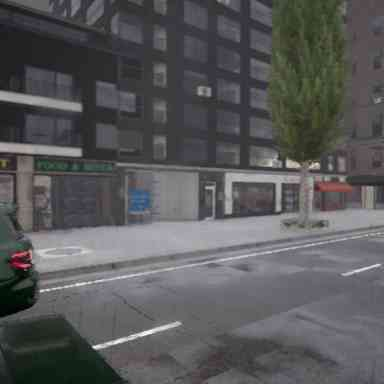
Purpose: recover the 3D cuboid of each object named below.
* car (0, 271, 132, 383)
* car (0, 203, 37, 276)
[{"bbox_3d":[-2.791,1.578,1.702,4.718,1.301,1.895,0,1,-37],"label":"car"},{"bbox_3d":[-4.948,1.173,4.141,5.566,2.045,2.150,0,1,-37],"label":"car"}]
